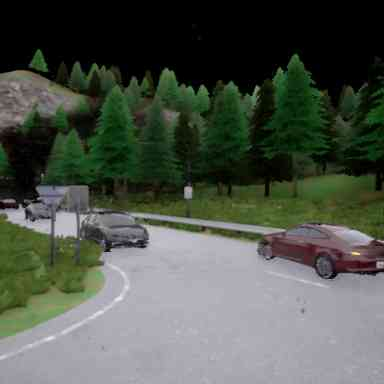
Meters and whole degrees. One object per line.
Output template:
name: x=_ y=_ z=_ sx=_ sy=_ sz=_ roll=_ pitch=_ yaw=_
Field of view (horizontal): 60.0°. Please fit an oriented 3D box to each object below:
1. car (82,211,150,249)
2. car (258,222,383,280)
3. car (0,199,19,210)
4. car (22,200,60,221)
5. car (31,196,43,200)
car: x=-3.560 y=1.661 z=14.901 sx=1.837 sy=1.490 sz=4.892 roll=0 pitch=0 yaw=-34
car: x=3.973 y=1.690 z=10.594 sx=1.812 sy=1.442 sz=4.674 roll=1 pitch=-1 yaw=-21
car: x=-24.451 y=1.641 z=44.478 sx=1.882 sy=1.535 sz=5.008 roll=0 pitch=0 yaw=-35
car: x=-12.672 y=1.661 z=27.787 sx=1.837 sy=1.490 sz=4.892 roll=0 pitch=0 yaw=-35
car: x=-18.412 y=1.392 z=42.111 sx=2.150 sy=2.045 sz=5.566 roll=0 pitch=0 yaw=-35
